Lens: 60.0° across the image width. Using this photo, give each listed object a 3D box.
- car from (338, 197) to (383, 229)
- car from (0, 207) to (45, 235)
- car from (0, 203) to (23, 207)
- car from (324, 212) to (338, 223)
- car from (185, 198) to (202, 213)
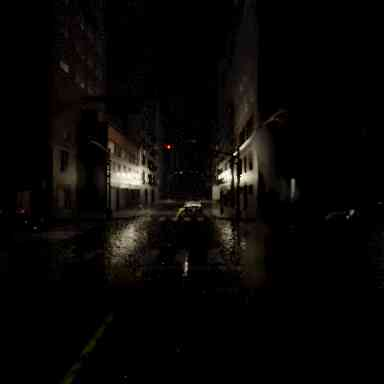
[{"bbox_3d":[13.121,1.323,22.120,5.566,2.045,2.150,0,0,1],"label":"car"},{"bbox_3d":[-10.876,1.686,18.758,4.718,1.301,1.895,0,0,8],"label":"car"},{"bbox_3d":[-14.605,1.542,24.971,4.097,1.590,1.967,0,0,1],"label":"car"},{"bbox_3d":[12.419,1.633,24.694,4.829,1.417,1.752,0,0,1],"label":"car"},{"bbox_3d":[0.147,1.780,39.756,1.895,1.301,4.718,0,0,-1],"label":"car"}]
